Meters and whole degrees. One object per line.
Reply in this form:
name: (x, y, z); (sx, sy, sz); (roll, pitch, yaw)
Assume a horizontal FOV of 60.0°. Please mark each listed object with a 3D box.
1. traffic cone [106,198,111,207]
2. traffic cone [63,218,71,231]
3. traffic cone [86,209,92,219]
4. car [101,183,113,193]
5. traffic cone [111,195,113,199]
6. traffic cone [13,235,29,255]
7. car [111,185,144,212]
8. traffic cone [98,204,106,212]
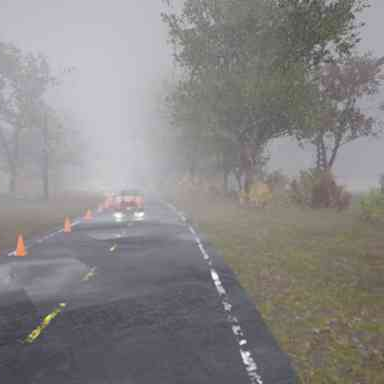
traffic cone: (-7.664, 1.030, 29.866); (0.340, 0.580, 0.340); (0, 2, -10)
traffic cone: (-5.708, 1.482, 15.216); (0.340, 0.580, 0.340); (0, 2, -5)
traffic cone: (-6.234, 1.331, 20.116); (0.340, 0.580, 0.340); (0, 2, -7)
car: (-17.223, -0.854, 68.135); (2.150, 2.045, 5.566); (-1, 2, -22)
traffic cone: (-8.568, 0.880, 34.711); (0.340, 0.580, 0.340); (0, 2, -11)
traffic cone: (-5.310, 1.633, 10.305); (0.340, 0.580, 0.340); (0, 2, -4)
car: (-4.886, 0.544, 26.062); (2.097, 1.767, 4.553); (0, 2, -9)
traffic cone: (-6.886, 1.180, 25.000); (0.340, 0.580, 0.340); (0, 2, -8)
